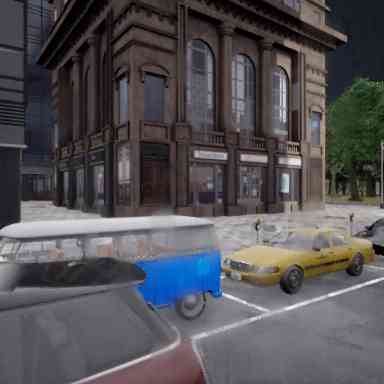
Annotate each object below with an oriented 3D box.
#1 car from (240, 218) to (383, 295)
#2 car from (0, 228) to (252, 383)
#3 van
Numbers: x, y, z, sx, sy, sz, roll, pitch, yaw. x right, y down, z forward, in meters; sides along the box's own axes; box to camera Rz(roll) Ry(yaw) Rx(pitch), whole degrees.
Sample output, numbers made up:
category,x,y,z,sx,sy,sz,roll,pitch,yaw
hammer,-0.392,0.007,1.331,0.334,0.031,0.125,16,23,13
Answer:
category,x,y,z,sx,sy,sz,roll,pitch,yaw
car,2.938,1.524,8.738,4.829,1.417,1.752,0,0,-35
car,-2.050,1.352,1.917,4.553,1.767,2.097,0,0,-35
van,-1.353,1.341,5.684,3.998,1.788,1.690,0,0,-35
